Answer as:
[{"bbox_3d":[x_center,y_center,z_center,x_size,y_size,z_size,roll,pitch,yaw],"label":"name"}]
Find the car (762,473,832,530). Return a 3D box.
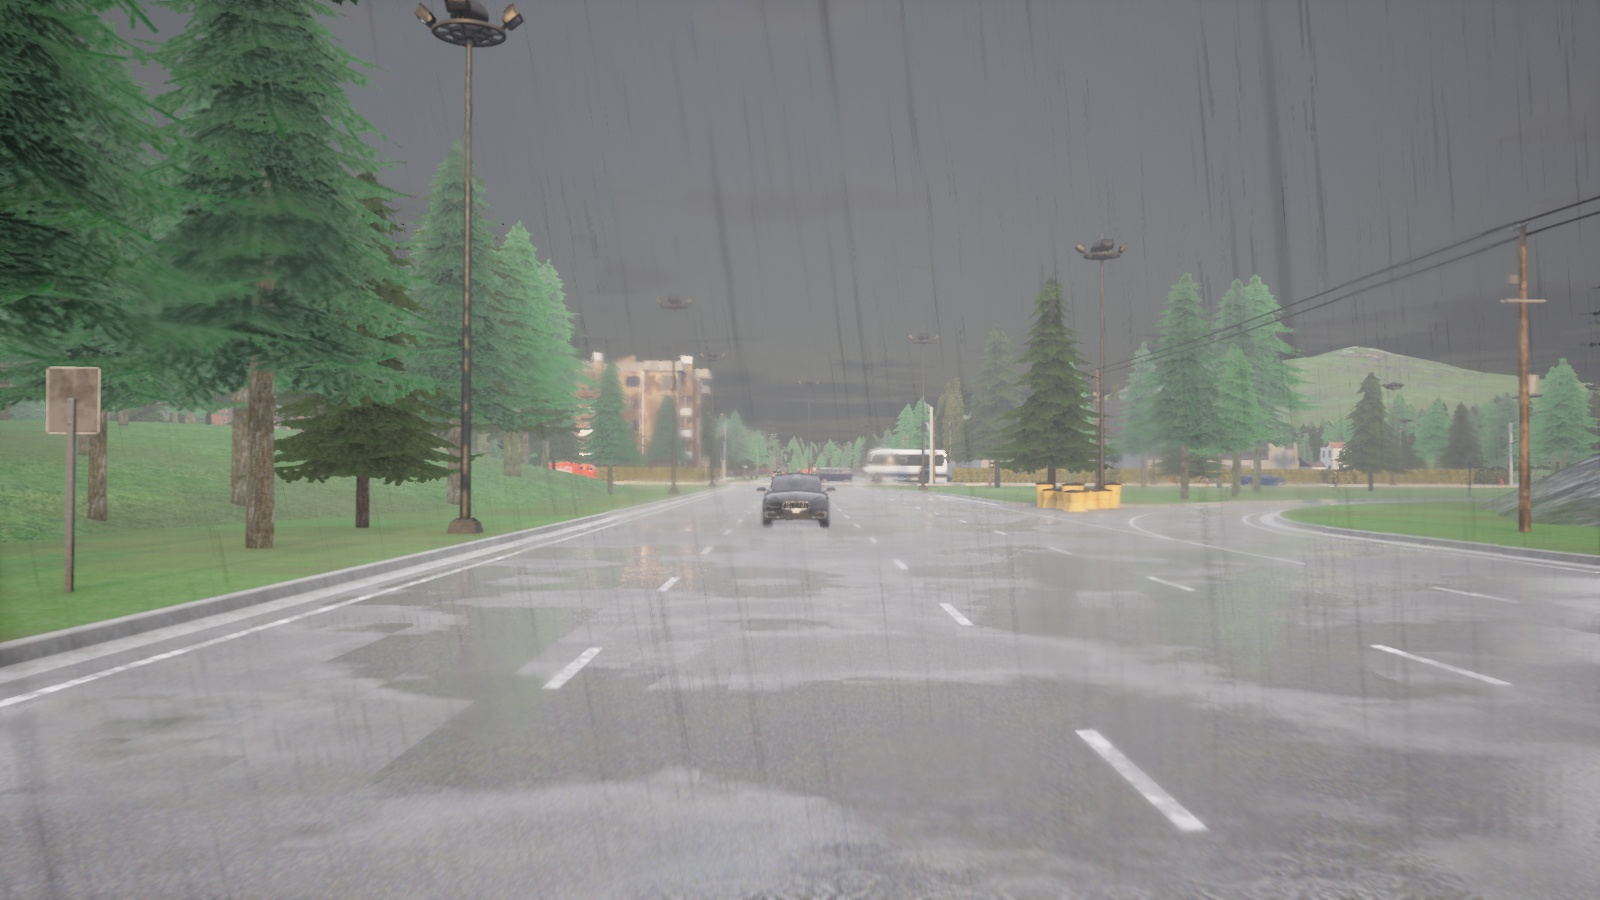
[{"bbox_3d":[-0.086,1.416,35.635,1.837,1.490,4.892,0,-1,0],"label":"car"}]
